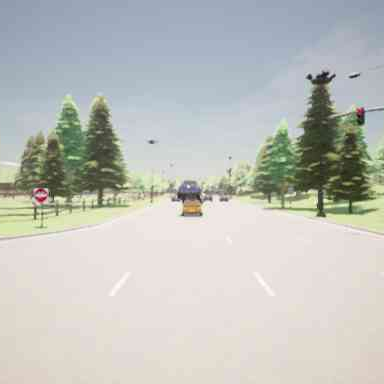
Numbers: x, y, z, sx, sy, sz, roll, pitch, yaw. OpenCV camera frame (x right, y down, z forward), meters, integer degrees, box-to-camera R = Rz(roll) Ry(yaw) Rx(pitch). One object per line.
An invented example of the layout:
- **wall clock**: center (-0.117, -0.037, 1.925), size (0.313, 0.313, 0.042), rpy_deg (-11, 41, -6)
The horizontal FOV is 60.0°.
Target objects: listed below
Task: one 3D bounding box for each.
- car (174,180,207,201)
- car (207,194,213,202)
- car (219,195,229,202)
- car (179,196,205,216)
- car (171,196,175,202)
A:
- **car**: center (-0.050, 0.065, 31.990), size (2.097, 1.767, 4.553), rpy_deg (2, -13, 7)
- **car**: center (3.496, 1.246, 73.042), size (2.097, 1.767, 4.553), rpy_deg (0, 0, 0)
- **car**: center (6.996, 1.417, 73.072), size (2.128, 1.511, 4.902), rpy_deg (0, 0, 0)
- **car**: center (-0.007, 1.445, 31.629), size (1.882, 1.535, 5.008), rpy_deg (-1, 0, 0)
- **car**: center (-3.504, 1.444, 73.039), size (1.994, 1.385, 4.181), rpy_deg (0, 0, 0)
